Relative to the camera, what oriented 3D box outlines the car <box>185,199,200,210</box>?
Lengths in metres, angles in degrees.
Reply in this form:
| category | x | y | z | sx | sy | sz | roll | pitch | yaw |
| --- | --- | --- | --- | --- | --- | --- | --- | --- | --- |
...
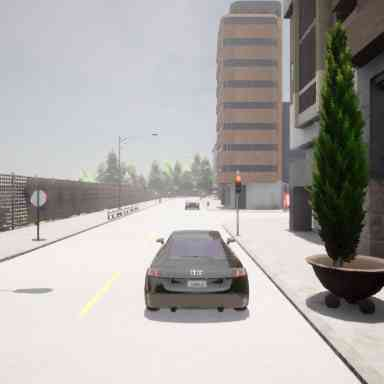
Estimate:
| category | x | y | z | sx | sy | sz | roll | pitch | yaw |
| --- | --- | --- | --- | --- | --- | --- | --- | --- | --- |
| car | 0.029 | 1.601 | 43.578 | 1.895 | 1.301 | 4.718 | 0 | 0 | -1 |

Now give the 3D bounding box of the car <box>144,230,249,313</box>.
| category | x | y | z | sx | sy | sz | roll | pitch | yaw |
| --- | --- | --- | --- | --- | --- | --- | --- | --- | --- |
| car | 0.085 | 1.564 | 7.772 | 1.994 | 1.385 | 4.181 | 0 | 0 | 0 |
